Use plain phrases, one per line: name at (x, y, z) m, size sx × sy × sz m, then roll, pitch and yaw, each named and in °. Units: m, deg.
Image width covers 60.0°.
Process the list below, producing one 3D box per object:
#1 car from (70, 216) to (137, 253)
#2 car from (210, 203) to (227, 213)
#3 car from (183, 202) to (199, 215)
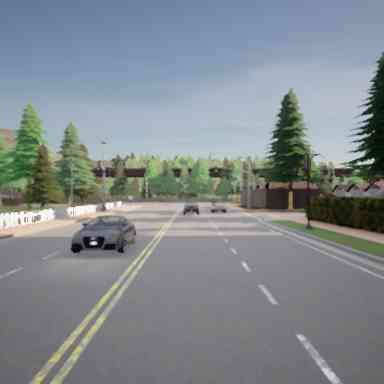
car at (-3.617, 1.721, 14.241) m, size 1.994 × 1.385 × 4.181 m, roll 0°, pitch -1°, yaw 0°
car at (3.415, 2.074, 43.778) m, size 1.895 × 1.301 × 4.718 m, roll 0°, pitch -1°, yaw 0°
car at (-0.067, 1.968, 40.803) m, size 1.812 × 1.442 × 4.674 m, roll 0°, pitch -1°, yaw 0°
